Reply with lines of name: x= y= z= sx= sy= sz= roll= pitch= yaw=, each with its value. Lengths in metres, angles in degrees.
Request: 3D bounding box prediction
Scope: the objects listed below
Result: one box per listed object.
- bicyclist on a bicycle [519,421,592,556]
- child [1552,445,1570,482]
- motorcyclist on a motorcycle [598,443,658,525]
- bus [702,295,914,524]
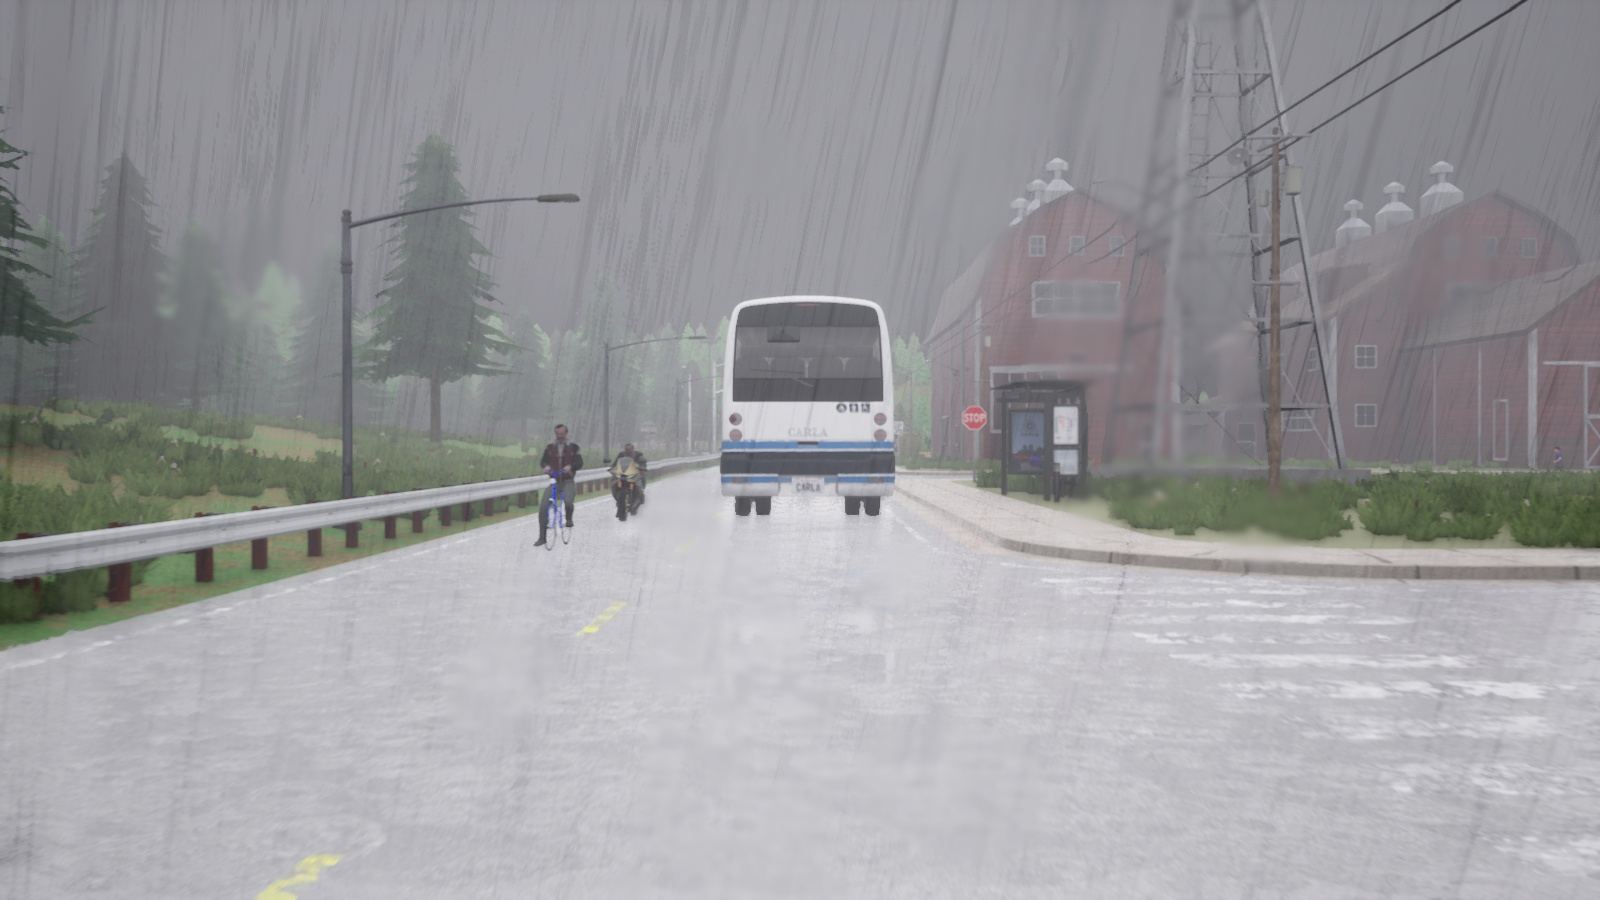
bicyclist on a bicycle: x=-3.385 y=0.509 z=17.515 sx=0.659 sy=1.776 sz=1.843 roll=0 pitch=0 yaw=0
child: x=25.519 y=0.449 z=42.136 sx=0.437 sy=1.263 sz=0.270 roll=0 pitch=0 yaw=2
motorcyclist on a motorcycle: x=-3.345 y=0.631 z=24.595 sx=0.866 sy=1.530 sz=2.191 roll=0 pitch=0 yaw=0
bus: x=0.178 y=-0.801 z=28.465 sx=3.944 sy=4.253 sz=10.273 roll=0 pitch=1 yaw=0
